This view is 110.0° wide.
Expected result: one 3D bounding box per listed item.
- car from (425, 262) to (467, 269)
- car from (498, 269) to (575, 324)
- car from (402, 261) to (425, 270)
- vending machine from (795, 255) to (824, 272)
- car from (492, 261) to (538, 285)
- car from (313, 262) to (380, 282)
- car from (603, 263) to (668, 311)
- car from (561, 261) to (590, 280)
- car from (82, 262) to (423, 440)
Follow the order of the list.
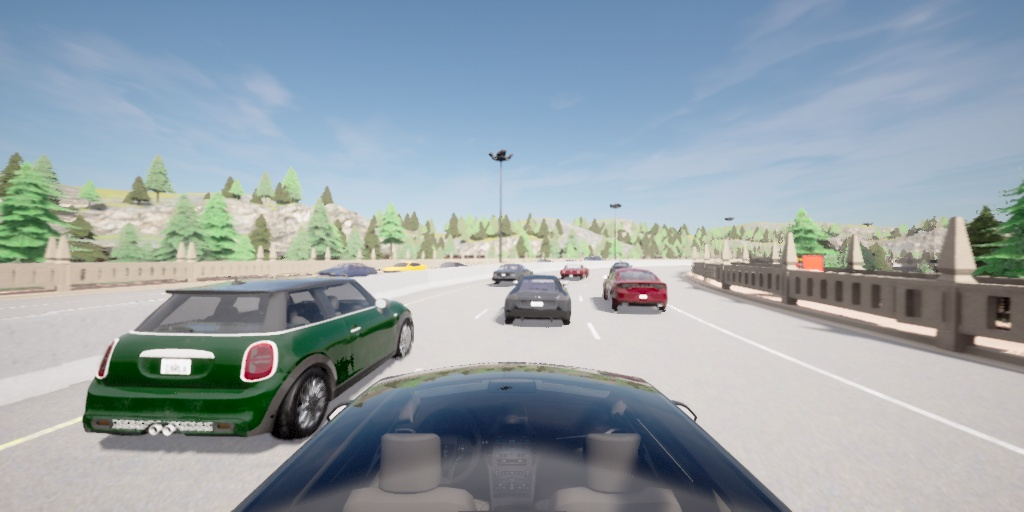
[{"bbox_3d":[-5.465,1.241,31.832,1.812,1.442,4.674,0,0,19],"label":"car"},{"bbox_3d":[0.924,1.304,11.970,1.994,1.385,4.181,0,0,7],"label":"car"},{"bbox_3d":[-9.276,1.187,31.343,1.882,1.535,5.008,0,0,18],"label":"car"},{"bbox_3d":[12.791,0.960,15.623,1.100,2.100,0.880,0,0,11],"label":"vending machine"},{"bbox_3d":[0.138,1.272,25.831,2.033,1.411,5.357,0,0,16],"label":"car"},{"bbox_3d":[-13.489,1.248,29.658,2.033,1.411,5.357,0,0,16],"label":"car"},{"bbox_3d":[4.830,1.225,14.584,1.882,1.535,5.008,0,0,9],"label":"car"},{"bbox_3d":[5.557,1.329,31.152,1.895,1.301,4.718,0,0,20],"label":"car"},{"bbox_3d":[-3.142,1.084,5.579,2.097,1.767,4.553,0,0,3],"label":"car"}]
